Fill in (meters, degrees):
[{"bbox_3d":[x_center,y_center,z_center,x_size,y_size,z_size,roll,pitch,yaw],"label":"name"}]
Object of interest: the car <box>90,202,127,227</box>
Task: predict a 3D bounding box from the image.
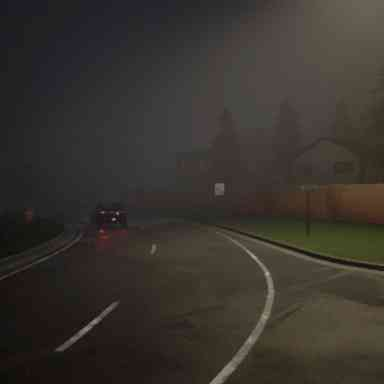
[{"bbox_3d":[-5.655,1.434,22.264,2.128,1.511,4.902,0,0,-23],"label":"car"}]
